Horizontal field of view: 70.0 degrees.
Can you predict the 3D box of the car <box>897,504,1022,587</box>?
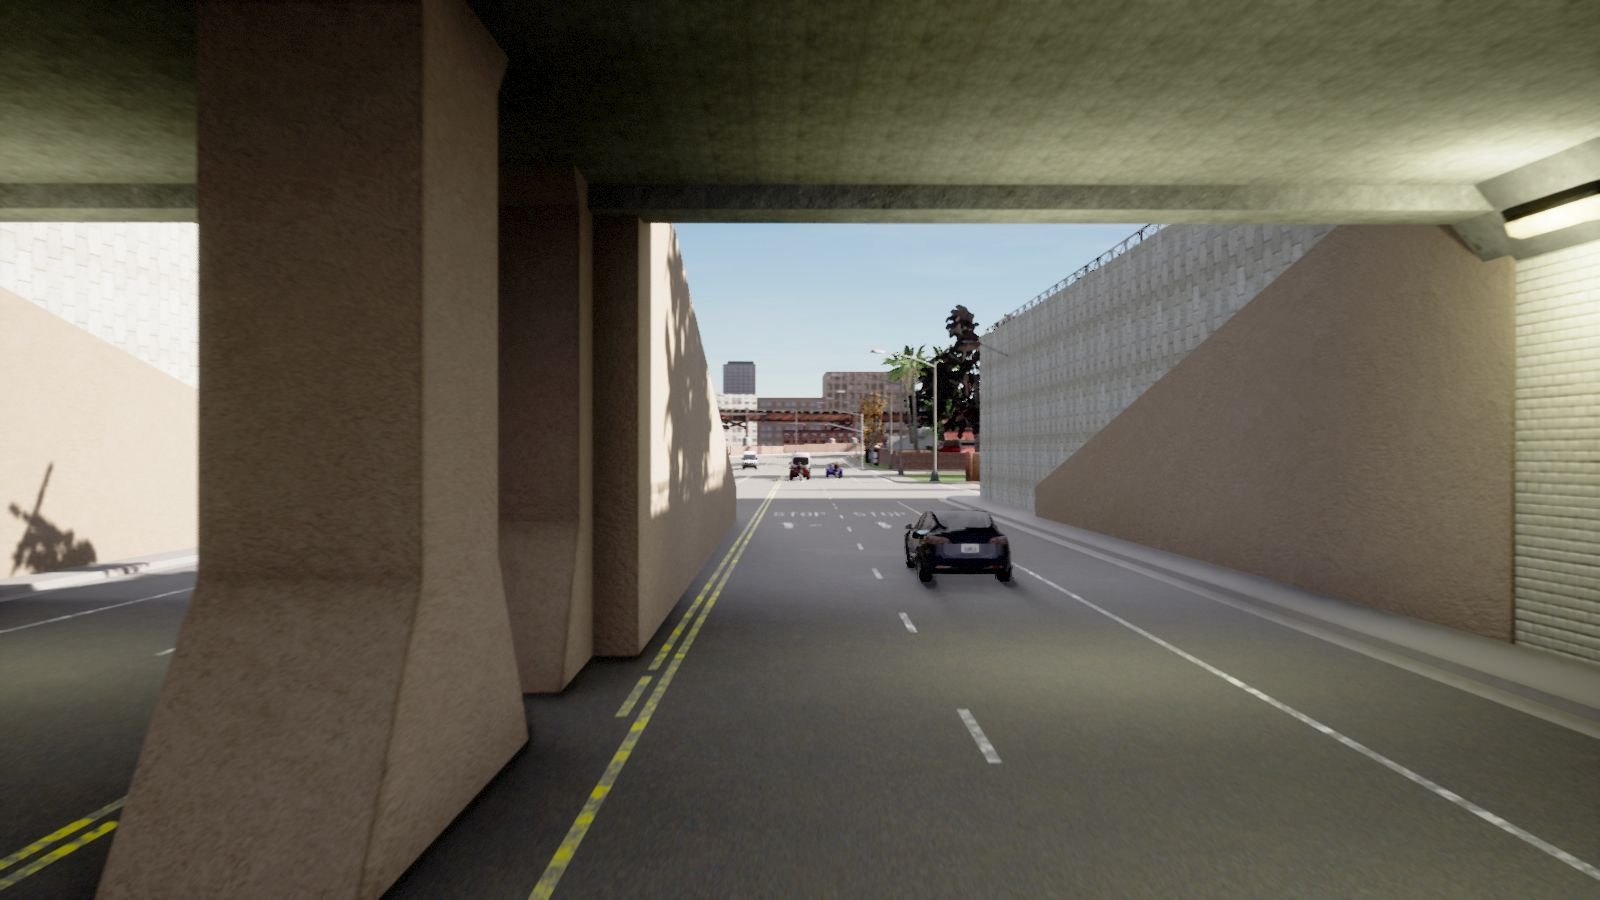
[{"bbox_3d":[3.462,2.063,25.751,2.163,1.488,4.792,0,0,0],"label":"car"}]
